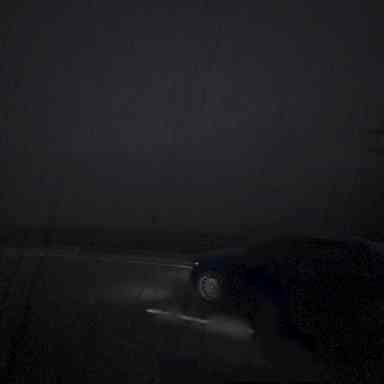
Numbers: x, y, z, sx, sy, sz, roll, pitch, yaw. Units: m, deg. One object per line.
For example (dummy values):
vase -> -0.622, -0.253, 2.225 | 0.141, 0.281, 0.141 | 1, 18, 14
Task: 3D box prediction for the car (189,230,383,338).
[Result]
car -> 2.145, 1.488, 6.457 | 4.674, 1.442, 1.812 | -1, 0, 32
